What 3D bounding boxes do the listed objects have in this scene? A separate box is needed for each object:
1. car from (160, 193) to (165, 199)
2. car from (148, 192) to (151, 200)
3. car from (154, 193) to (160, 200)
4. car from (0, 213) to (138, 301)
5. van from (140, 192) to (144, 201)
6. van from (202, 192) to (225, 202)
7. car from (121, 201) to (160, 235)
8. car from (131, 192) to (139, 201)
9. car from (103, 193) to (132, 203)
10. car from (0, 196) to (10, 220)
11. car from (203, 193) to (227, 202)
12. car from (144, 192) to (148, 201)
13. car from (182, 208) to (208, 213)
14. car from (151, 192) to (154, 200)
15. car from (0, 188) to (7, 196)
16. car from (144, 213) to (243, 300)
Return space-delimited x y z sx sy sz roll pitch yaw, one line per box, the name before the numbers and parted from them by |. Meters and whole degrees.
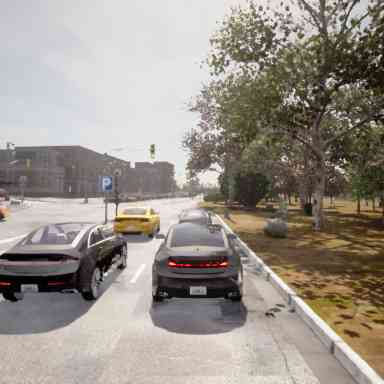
car | -10.987 1.063 90.183 5.566 2.045 2.435 -1 0 -12
car | -12.626 1.358 78.193 4.674 1.452 2.002 -1 0 -13
car | -11.438 1.356 87.177 4.674 1.452 2.002 -1 0 -12
car | -2.890 1.501 8.345 2.128 1.511 4.902 0 0 0
van | -13.228 1.092 72.227 4.442 1.987 1.878 -1 0 -14
van | 4.295 1.041 65.835 4.442 1.987 1.878 1 0 -14
car | -2.838 1.502 17.902 1.882 1.535 5.008 0 0 0
car | -13.788 1.314 66.235 5.366 1.575 1.946 -1 0 -15
car | -14.433 1.357 63.243 4.792 1.488 2.163 -1 0 -15
car | -16.622 1.403 25.437 4.553 1.767 2.185 -1 0 -19
car | 4.679 1.140 68.804 4.553 1.767 2.185 1 0 -14
car | -13.000 1.320 75.198 4.892 1.521 2.231 -1 0 -14
car | 0.160 1.571 18.106 2.033 1.411 5.357 0 0 1
car | -12.254 1.357 81.195 4.674 1.452 2.002 -1 0 -13
car | -31.155 0.136 54.114 2.002 1.452 4.674 6 -3 -19
car | 0.110 1.514 8.359 1.837 1.490 4.892 0 0 0
